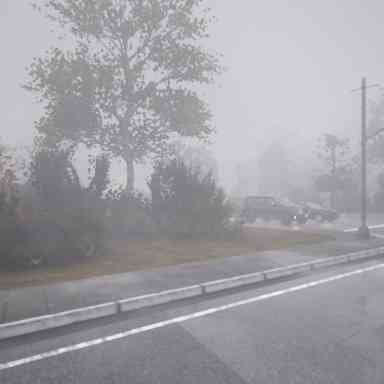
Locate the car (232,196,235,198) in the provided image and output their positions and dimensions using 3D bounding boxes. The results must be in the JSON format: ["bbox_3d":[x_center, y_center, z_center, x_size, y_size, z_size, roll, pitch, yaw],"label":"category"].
[{"bbox_3d":[5.718,1.517,42.044,2.150,2.045,5.566,0,-2,-44],"label":"car"}]

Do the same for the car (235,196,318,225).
[{"bbox_3d":[6.201,1.313,25.101,2.150,2.045,5.566,0,-1,-37],"label":"car"}]

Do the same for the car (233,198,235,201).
[{"bbox_3d":[3.049,1.702,34.156,1.882,1.535,5.008,0,-1,-43],"label":"car"}]

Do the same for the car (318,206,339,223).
[{"bbox_3d":[9.236,1.563,26.845,1.882,1.535,5.008,0,-1,-39],"label":"car"}]
